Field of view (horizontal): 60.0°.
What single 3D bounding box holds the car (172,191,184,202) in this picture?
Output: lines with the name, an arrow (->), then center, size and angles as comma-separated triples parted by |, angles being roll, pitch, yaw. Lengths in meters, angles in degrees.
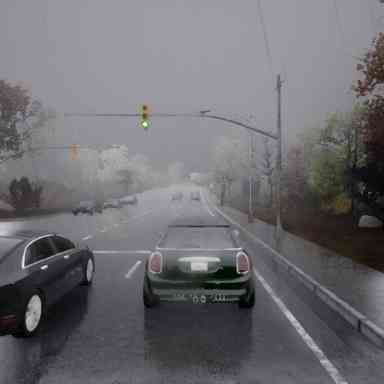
car -> -2.972, 1.063, 64.563 | 2.033, 1.411, 5.357 | 0, 3, 1

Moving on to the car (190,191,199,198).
car -> 0.623, 0.508, 75.104 | 2.033, 1.411, 5.357 | 0, 3, 1

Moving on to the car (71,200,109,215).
car -> -10.359, 1.544, 33.634 | 2.033, 1.411, 5.357 | 0, 0, 1

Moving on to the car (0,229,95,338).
car -> -3.376, 1.504, 6.582 | 1.837, 1.490, 4.892 | 0, 0, 0

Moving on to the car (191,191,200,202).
car -> 0.629, 1.046, 64.848 | 2.033, 1.411, 5.357 | 0, 3, 1

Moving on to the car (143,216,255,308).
car -> 0.145, 1.351, 8.082 | 2.097, 1.767, 4.553 | 0, 0, 0

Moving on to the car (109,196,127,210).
car -> -10.253, 1.559, 43.590 | 1.994, 1.385, 4.181 | 0, 0, 1

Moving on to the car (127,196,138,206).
car -> -10.153, 1.407, 54.369 | 1.882, 1.535, 5.008 | 0, 2, 1
